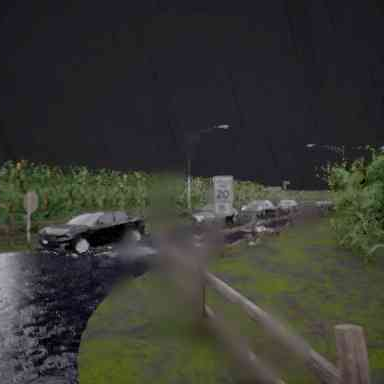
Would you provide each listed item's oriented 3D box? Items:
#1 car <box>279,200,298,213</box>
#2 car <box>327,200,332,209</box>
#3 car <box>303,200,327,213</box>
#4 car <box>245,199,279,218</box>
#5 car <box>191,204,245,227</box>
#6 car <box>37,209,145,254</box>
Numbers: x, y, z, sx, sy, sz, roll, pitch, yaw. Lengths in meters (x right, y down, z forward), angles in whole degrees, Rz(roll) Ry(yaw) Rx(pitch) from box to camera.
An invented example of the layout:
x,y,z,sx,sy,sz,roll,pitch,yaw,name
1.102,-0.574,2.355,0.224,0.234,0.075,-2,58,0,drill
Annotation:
x,y,z,sx,sy,sz,roll,pitch,yaw,name
11.801,1.718,41.355,1.837,1.490,4.892,0,0,31,car
20.207,1.845,50.194,1.994,1.385,4.181,0,0,30,car
15.104,1.732,41.349,1.837,1.490,4.892,0,0,31,car
6.448,1.514,32.233,2.097,1.767,4.553,0,0,30,car
1.710,1.612,24.110,2.128,1.511,4.902,0,0,30,car
-4.067,1.549,14.208,1.882,1.535,5.008,0,0,30,car
